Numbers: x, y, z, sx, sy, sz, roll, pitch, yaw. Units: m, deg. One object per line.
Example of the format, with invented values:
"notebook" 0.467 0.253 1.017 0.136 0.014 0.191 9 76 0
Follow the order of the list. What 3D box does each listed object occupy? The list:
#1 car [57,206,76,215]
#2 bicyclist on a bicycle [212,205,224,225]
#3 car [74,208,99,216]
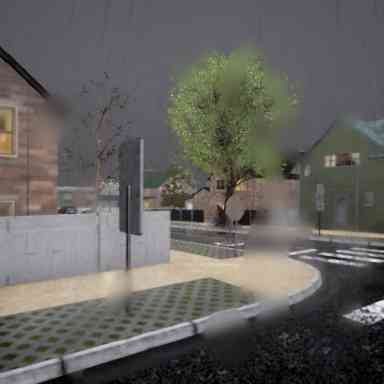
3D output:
"car" -19.878 3.288 53.094 2.150 2.045 5.566 1 -3 -35
"bicyclist on a bicycle" 2.225 1.820 26.717 1.656 1.620 0.582 -2 1 -35
"car" -13.813 3.130 44.513 1.882 1.535 5.008 0 -3 -35
